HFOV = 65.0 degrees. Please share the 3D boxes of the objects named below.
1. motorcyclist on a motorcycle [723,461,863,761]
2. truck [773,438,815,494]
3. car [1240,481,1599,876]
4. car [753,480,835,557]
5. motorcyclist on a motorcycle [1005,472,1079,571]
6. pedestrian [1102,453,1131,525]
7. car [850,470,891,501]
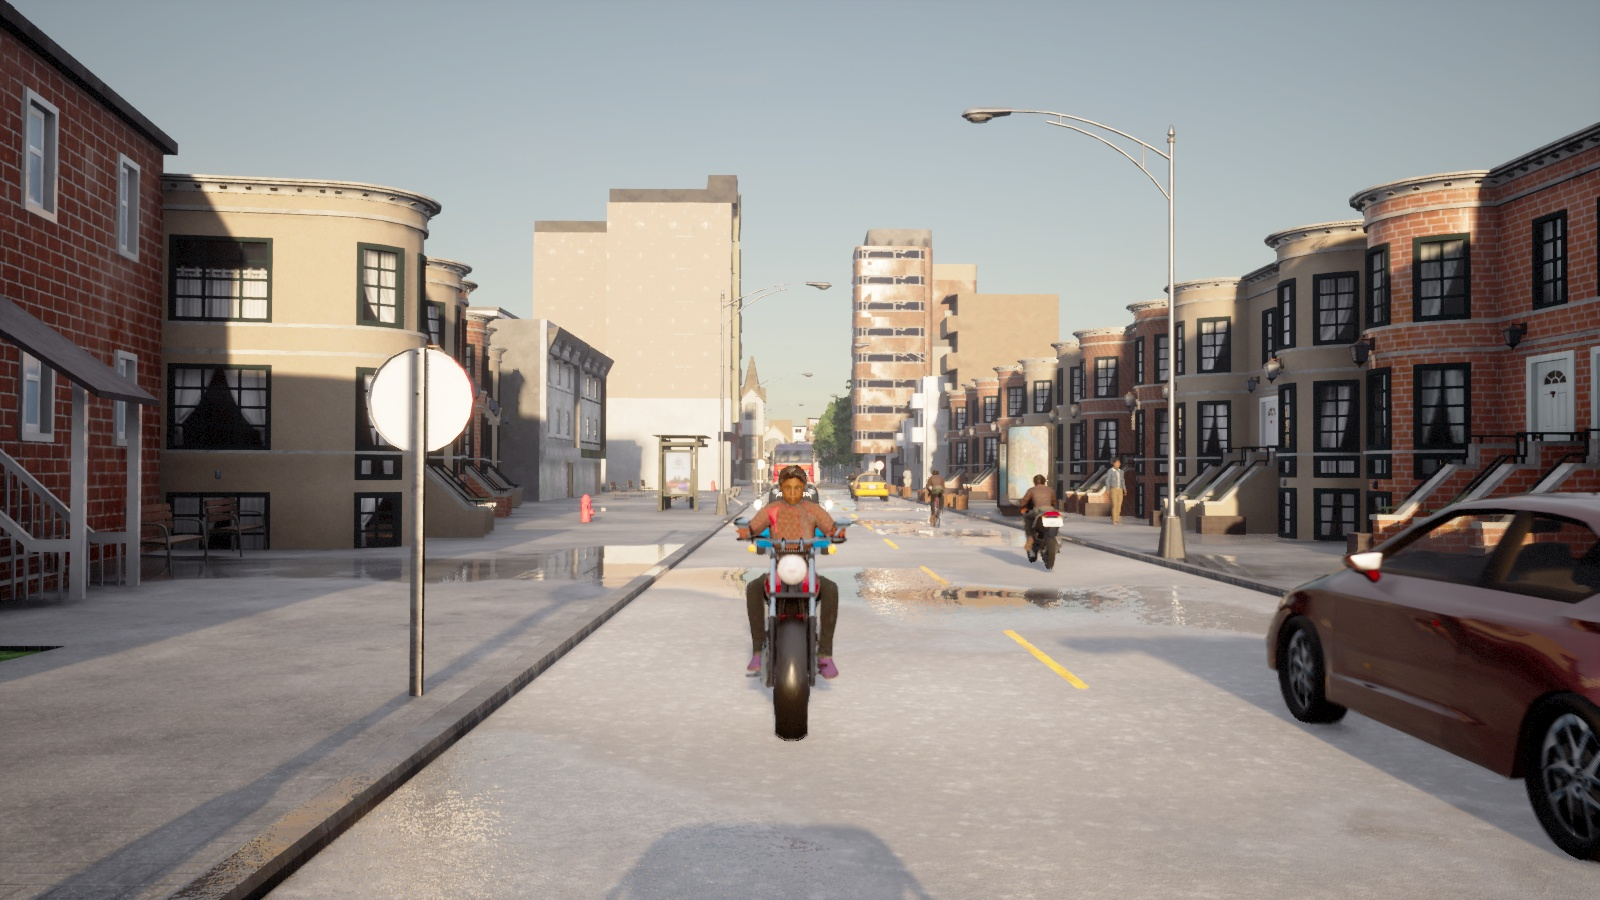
[{"bbox_3d":[-0.043,0.901,8.090,0.766,1.649,2.350,0,-1,0],"label":"motorcyclist on a motorcycle"},{"bbox_3d":[-0.455,1.172,90.748,2.891,3.827,8.468,0,-1,0],"label":"truck"},{"bbox_3d":[3.964,0.923,6.591,1.816,1.474,4.193,0,-1,0],"label":"car"},{"bbox_3d":[-0.114,1.268,23.762,1.481,1.376,2.207,0,-1,0],"label":"car"},{"bbox_3d":[3.902,1.123,20.410,0.797,1.523,2.044,0,-1,0],"label":"motorcyclist on a motorcycle"},{"bbox_3d":[8.729,1.069,34.633,0.423,1.949,0.788,0,-1,-14],"label":"pedestrian"},{"bbox_3d":[3.692,1.855,66.611,1.801,1.575,5.366,0,-1,0],"label":"car"}]
